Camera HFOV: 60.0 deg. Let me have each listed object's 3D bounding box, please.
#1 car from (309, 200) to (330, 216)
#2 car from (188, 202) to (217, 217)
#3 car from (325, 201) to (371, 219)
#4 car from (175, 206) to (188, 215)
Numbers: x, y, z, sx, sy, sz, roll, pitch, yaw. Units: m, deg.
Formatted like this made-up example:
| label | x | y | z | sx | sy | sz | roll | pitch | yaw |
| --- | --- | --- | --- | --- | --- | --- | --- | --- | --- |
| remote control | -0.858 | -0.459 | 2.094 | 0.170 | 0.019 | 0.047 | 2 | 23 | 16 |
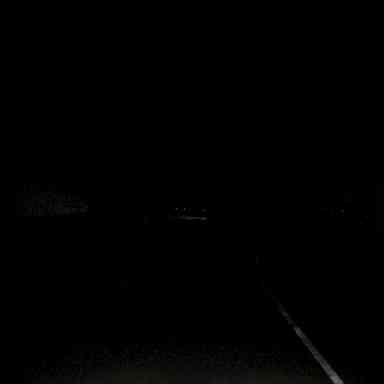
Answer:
| label | x | y | z | sx | sy | sz | roll | pitch | yaw |
| --- | --- | --- | --- | --- | --- | --- | --- | --- | --- |
| car | 14.844 | 1.687 | 36.004 | 4.553 | 1.767 | 2.097 | 0 | -1 | -30 |
| car | 2.160 | 1.857 | 35.645 | 4.674 | 1.442 | 1.812 | 0 | -1 | -43 |
| car | 16.150 | 1.854 | 32.967 | 5.357 | 1.411 | 2.033 | 0 | -1 | -28 |
| car | 0.291 | 1.961 | 38.735 | 4.718 | 1.301 | 1.895 | 0 | -1 | -42 |
